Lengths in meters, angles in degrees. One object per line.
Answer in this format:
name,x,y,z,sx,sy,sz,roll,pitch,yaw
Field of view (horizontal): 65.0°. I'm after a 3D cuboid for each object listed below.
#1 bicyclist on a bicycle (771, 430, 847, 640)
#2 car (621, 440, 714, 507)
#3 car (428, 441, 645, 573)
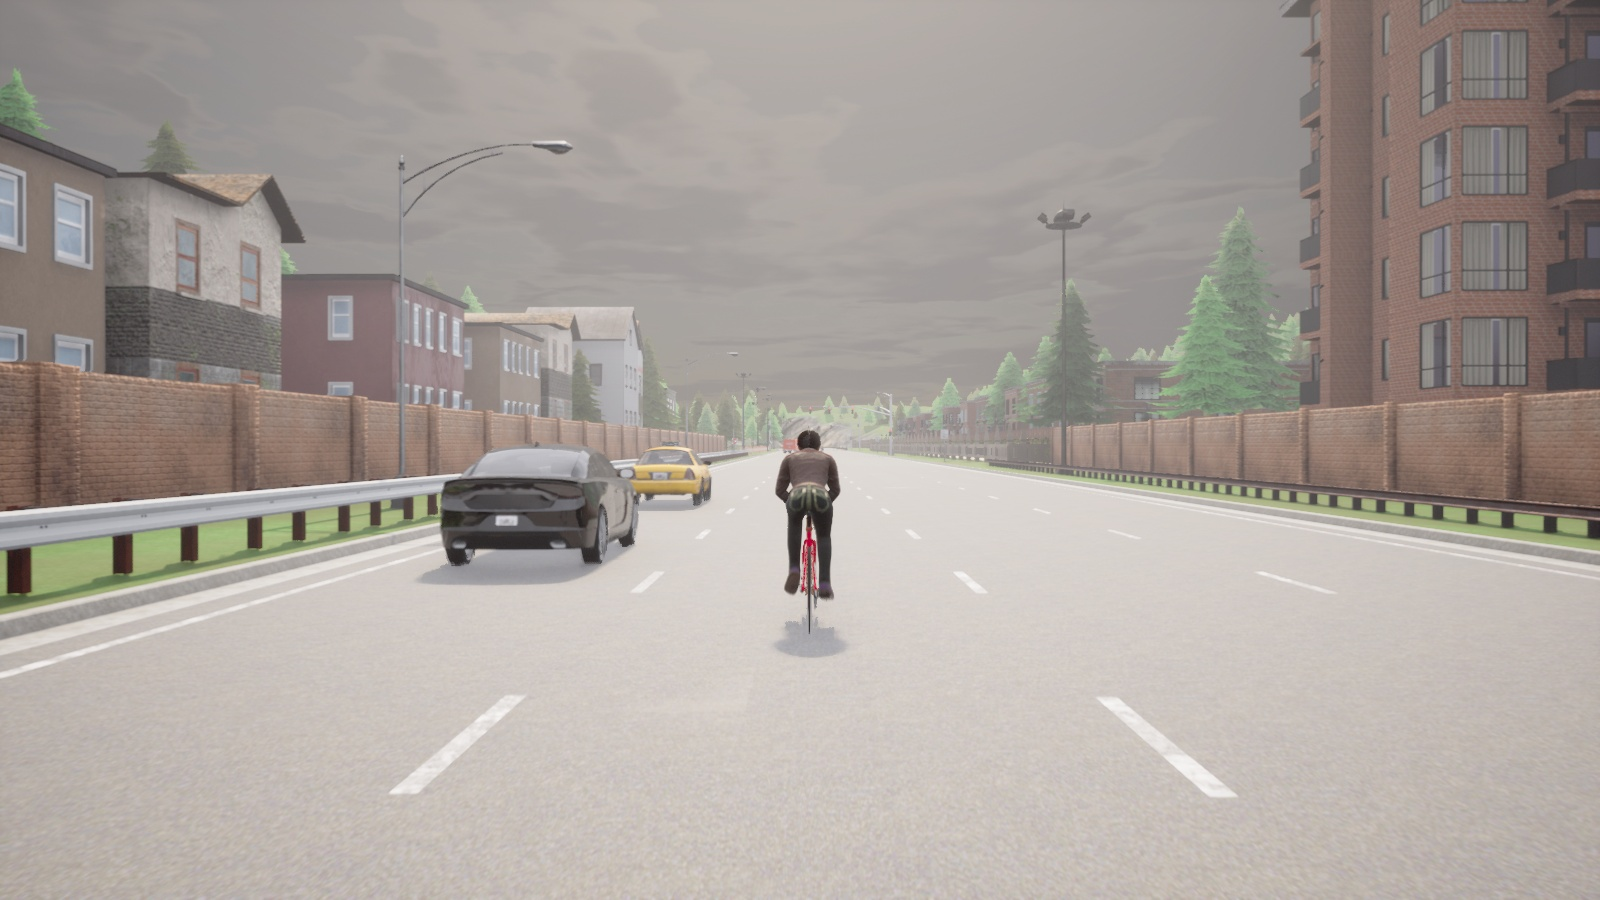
bicyclist on a bicycle,0.075,0.657,10.505,0.582,1.620,1.656,0,0,0
car,-3.302,0.552,32.305,1.801,1.575,5.366,0,0,0
car,-3.388,0.652,17.158,1.882,1.535,5.008,0,0,0
